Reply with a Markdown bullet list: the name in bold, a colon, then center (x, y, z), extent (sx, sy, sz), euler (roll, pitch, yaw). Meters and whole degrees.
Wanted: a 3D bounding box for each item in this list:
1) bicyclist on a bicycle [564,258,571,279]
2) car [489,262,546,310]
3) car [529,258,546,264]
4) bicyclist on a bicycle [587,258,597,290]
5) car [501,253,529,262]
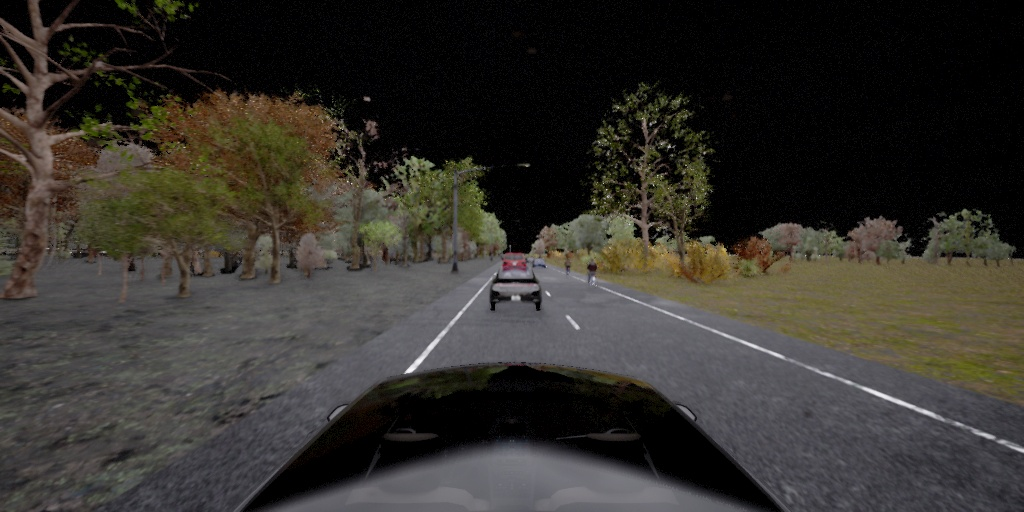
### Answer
- **bicyclist on a bicycle**: center (4.555, 1.021, 29.243), extent (0.582, 1.620, 1.656), euler (0, 0, 0)
- **car**: center (0.136, 1.156, 14.154), extent (2.128, 1.511, 4.902), euler (0, 0, 0)
- **car**: center (3.761, 0.964, 51.195), extent (2.033, 1.411, 5.357), euler (0, 0, 0)
- **bicyclist on a bicycle**: center (4.525, 0.999, 20.434), extent (0.659, 1.776, 1.843), euler (0, 1, 0)
- **car**: center (0.201, 0.755, 33.273), extent (2.150, 2.045, 5.566), euler (0, 0, 0)
